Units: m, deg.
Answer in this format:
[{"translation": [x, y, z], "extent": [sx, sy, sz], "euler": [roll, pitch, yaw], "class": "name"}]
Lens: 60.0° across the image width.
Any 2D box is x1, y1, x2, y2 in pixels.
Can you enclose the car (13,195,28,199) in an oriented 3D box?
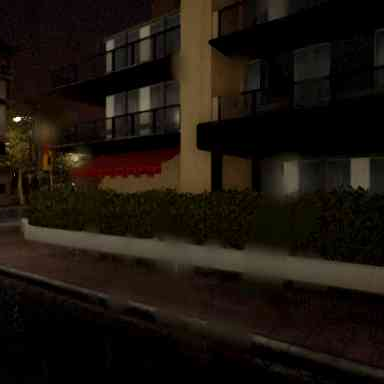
[{"translation": [-36.208, 1.349, 67.988], "extent": [4.892, 1.521, 2.231], "euler": [0, 0, 36], "class": "car"}]
